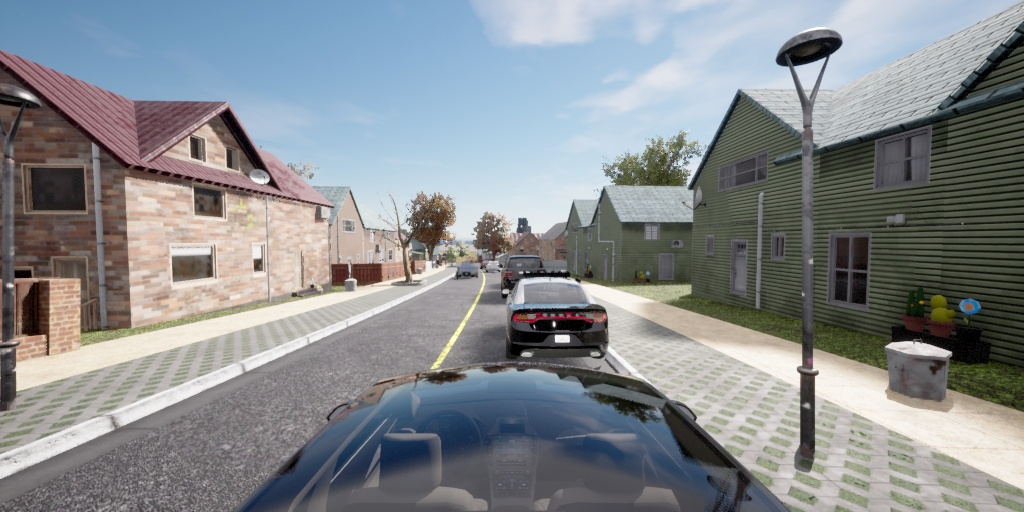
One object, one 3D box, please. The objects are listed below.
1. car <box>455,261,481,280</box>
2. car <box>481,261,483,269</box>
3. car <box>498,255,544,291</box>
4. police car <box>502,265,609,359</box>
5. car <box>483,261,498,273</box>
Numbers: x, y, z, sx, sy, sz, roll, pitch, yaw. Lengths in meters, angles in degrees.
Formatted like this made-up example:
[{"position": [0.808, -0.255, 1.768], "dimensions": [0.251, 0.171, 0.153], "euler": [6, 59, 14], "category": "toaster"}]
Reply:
[{"position": [-4.044, 1.386, 32.641], "dimensions": [1.994, 1.385, 4.181], "euler": [0, 0, -5], "category": "car"}, {"position": [-4.421, 1.508, 61.482], "dimensions": [1.812, 1.442, 4.674], "euler": [0, 0, -9], "category": "car"}, {"position": [0.520, 0.987, 18.528], "dimensions": [2.150, 2.045, 5.566], "euler": [0, 0, -2], "category": "car"}, {"position": [0.799, 1.174, 8.547], "dimensions": [1.930, 1.638, 5.238], "euler": [0, 0, -1], "category": "police car"}, {"position": [-2.540, 1.410, 47.603], "dimensions": [1.812, 1.442, 4.674], "euler": [0, 0, -6], "category": "car"}]
